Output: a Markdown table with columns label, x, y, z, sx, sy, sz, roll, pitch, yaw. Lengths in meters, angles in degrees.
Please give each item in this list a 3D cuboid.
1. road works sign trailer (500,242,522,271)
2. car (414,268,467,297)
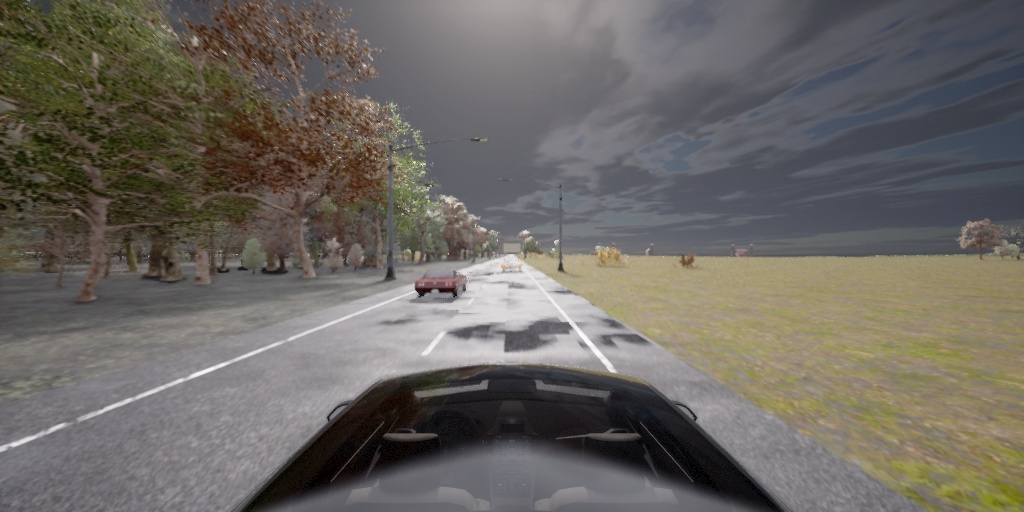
| label | x | y | z | sx | sy | sz | roll | pitch | yaw |
| --- | --- | --- | --- | --- | --- | --- | --- | --- | --- |
| road works sign trailer | 0.000 | 0.035 | 44.073 | 2.380 | 3.560 | 2.880 | 0 | 0 | 0 |
| car | -3.403 | 1.280 | 18.116 | 1.895 | 1.301 | 4.718 | 0 | 0 | 0 |
